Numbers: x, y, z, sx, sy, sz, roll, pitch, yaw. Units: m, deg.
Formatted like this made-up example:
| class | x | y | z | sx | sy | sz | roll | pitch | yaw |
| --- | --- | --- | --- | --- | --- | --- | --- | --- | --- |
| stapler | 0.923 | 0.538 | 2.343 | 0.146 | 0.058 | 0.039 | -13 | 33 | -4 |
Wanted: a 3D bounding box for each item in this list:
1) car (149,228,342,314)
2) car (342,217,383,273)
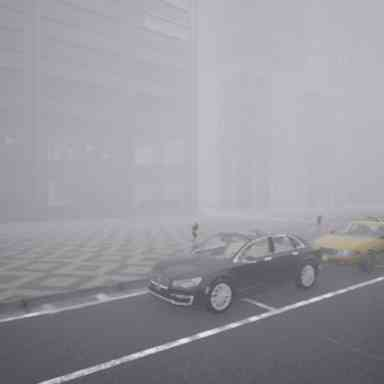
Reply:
| class | x | y | z | sx | sy | sz | roll | pitch | yaw |
| --- | --- | --- | --- | --- | --- | --- | --- | --- | --- |
| car | 1.146 | 1.544 | 7.469 | 4.403 | 1.369 | 2.008 | 0 | 0 | -35 |
| car | 5.600 | 1.511 | 10.646 | 4.829 | 1.417 | 1.752 | 0 | 0 | -35 |
